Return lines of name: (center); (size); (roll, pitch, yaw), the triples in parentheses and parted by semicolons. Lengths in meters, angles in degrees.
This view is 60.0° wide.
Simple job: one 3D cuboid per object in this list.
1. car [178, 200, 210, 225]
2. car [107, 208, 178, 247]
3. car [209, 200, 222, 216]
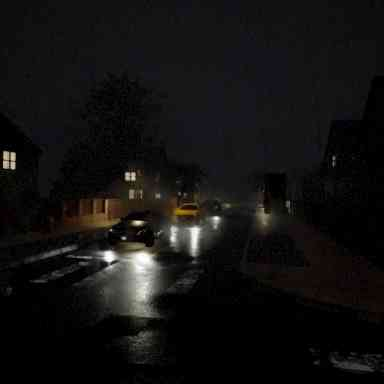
car: (-0.098, 1.626, 25.796); (1.882, 1.535, 5.008); (1, 0, 11)
car: (-2.230, 1.578, 15.516); (1.812, 1.442, 4.674); (1, 0, 12)
car: (2.036, 1.620, 36.019); (2.097, 1.767, 4.553); (1, 0, 12)
